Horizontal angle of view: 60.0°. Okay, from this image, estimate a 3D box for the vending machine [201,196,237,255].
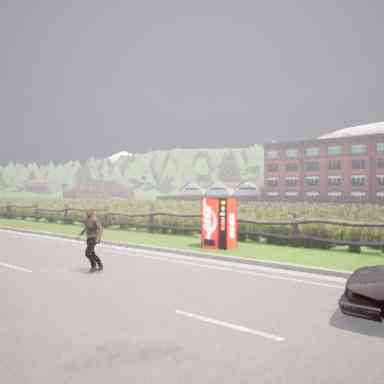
[{"bbox_3d":[1.025,1.195,12.520,0.880,2.100,1.100,0,0,36],"label":"vending machine"}]

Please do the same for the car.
[{"bbox_3d":[5.061,1.546,4.668,5.357,1.411,2.033,0,0,35],"label":"car"}]

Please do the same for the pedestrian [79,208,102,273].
[{"bbox_3d":[-2.760,1.293,9.127,0.375,1.860,0.375,0,0,36],"label":"pedestrian"}]
